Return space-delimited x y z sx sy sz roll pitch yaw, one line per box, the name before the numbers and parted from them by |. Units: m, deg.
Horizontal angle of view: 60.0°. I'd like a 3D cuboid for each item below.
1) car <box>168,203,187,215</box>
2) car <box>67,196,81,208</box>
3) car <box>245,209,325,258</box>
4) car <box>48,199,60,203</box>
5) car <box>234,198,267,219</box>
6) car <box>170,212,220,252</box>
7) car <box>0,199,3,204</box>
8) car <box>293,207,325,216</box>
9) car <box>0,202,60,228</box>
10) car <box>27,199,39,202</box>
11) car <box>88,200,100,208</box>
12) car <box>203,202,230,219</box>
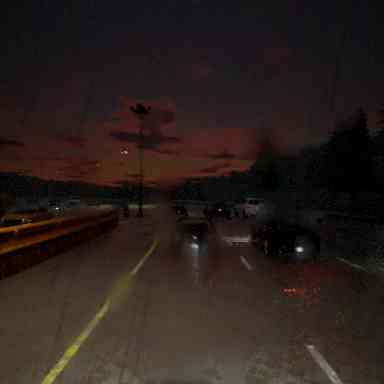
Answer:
car | -1.701 1.948 37.663 1.812 1.442 4.674 0 -1 -8
car | -21.955 1.837 61.948 2.150 2.045 5.566 1 0 -18
car | 3.594 1.675 13.576 1.837 1.490 4.892 0 0 0
car | -25.616 2.091 61.804 1.837 1.490 4.892 1 -1 -18
car | 5.880 1.632 34.049 2.150 2.045 5.566 1 0 -7
car | 0.097 1.769 14.687 1.895 1.301 4.718 0 -1 -1
car | -14.348 1.420 21.773 2.150 2.045 5.566 0 -1 -3
car | 9.829 1.974 29.587 1.895 1.301 4.718 0 -1 -5
car | -10.885 1.693 22.316 1.882 1.535 5.008 0 -1 -4
car | -28.882 2.084 60.560 2.128 1.511 4.902 0 -1 -18
car | -18.381 2.191 62.218 1.994 1.385 4.181 0 -1 -17
car | 2.384 1.739 33.258 2.097 1.767 4.553 0 -1 -7
